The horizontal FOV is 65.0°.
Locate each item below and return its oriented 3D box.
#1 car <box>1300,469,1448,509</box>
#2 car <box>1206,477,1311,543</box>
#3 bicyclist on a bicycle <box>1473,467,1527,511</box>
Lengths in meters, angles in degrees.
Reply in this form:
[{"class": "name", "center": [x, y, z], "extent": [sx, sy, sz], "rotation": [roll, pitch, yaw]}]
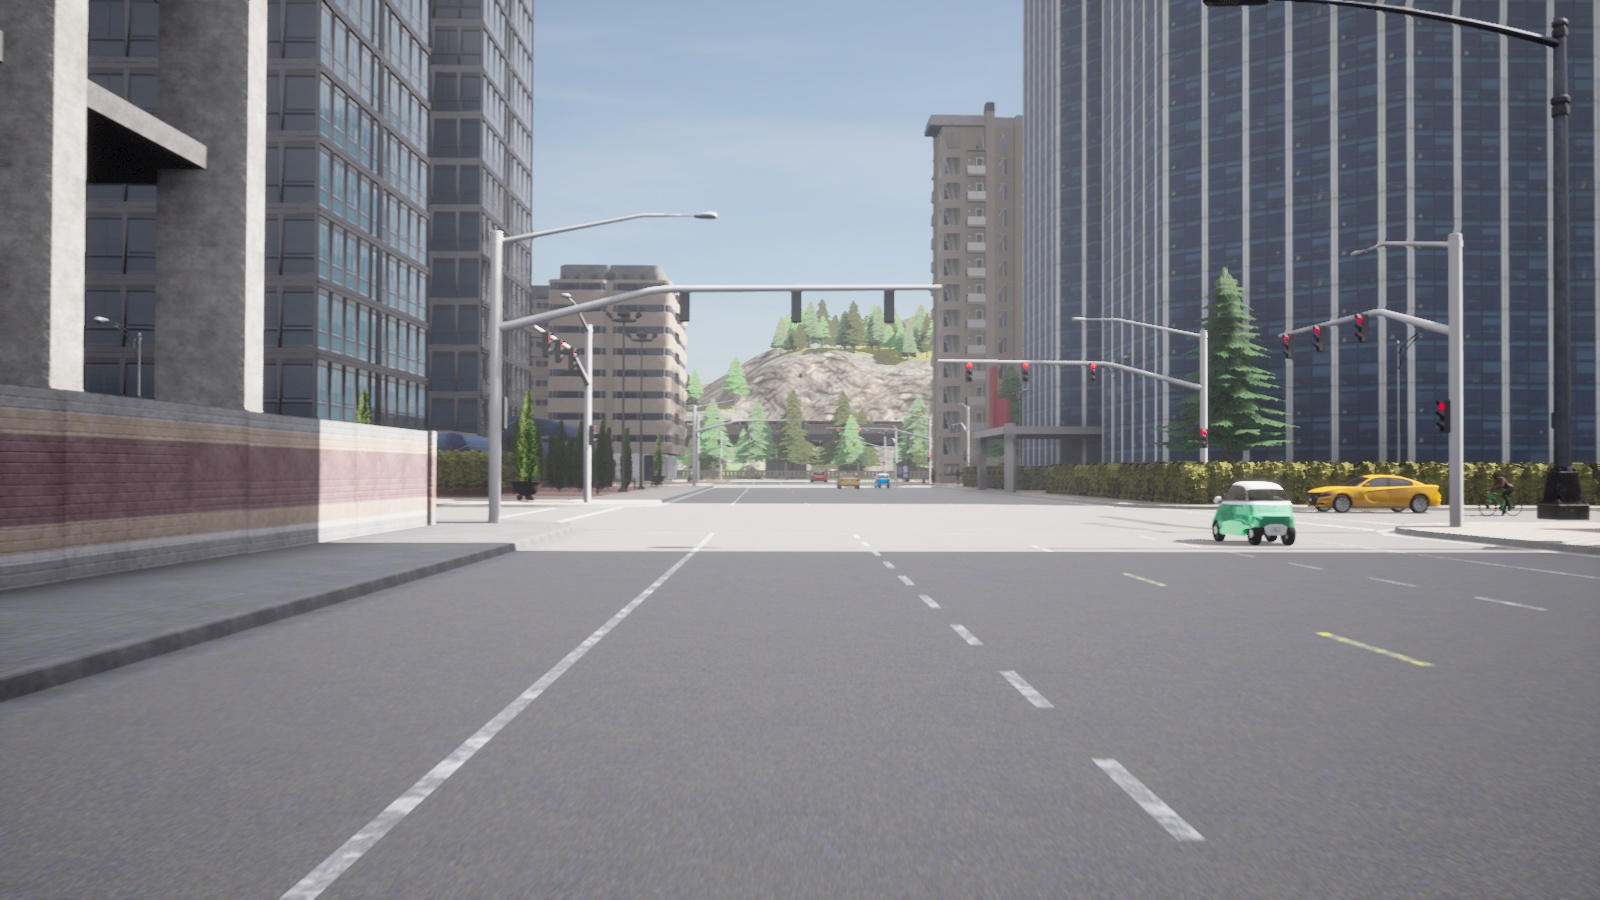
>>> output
[{"class": "car", "center": [22.798, 1.540, 50.011], "extent": [5.008, 1.535, 1.882], "rotation": [0, -1, -1]}, {"class": "car", "center": [10.160, 1.297, 27.948], "extent": [1.481, 1.376, 2.207], "rotation": [0, -1, -1]}, {"class": "bicyclist on a bicycle", "center": [25.965, 1.445, 46.577], "extent": [1.656, 1.620, 0.582], "rotation": [0, -1, -1]}]
